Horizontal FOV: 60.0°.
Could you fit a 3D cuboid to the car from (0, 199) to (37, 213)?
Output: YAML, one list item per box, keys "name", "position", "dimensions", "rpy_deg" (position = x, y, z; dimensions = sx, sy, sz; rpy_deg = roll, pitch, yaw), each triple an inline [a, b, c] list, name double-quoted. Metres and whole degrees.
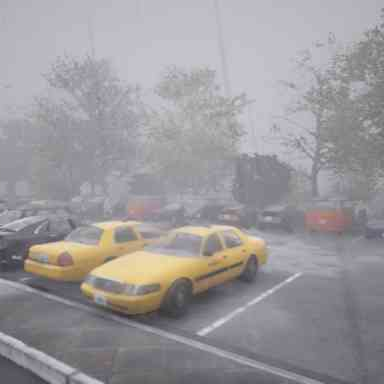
- name: "car"
  position: [-21.261, 1.643, 39.593]
  dimensions: [2.002, 1.452, 4.674]
  rpy_deg: [0, 0, 36]

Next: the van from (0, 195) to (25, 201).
- name: "van"
  position: [-10.953, 1.292, 16.149]
  dimensions: [1.878, 1.987, 4.442]
  rpy_deg: [0, 0, 36]

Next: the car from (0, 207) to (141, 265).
- name: "car"
  position: [-4.274, 1.493, 11.170]
  dimensions: [2.231, 1.521, 4.892]
  rpy_deg: [0, 0, 36]

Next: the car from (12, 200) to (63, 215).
- name: "car"
  position: [-16.869, 1.621, 36.425]
  dimensions: [2.002, 1.452, 4.674]
  rpy_deg: [0, 0, 36]

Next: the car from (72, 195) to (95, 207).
- name: "car"
  position: [-7.806, 1.283, 29.835]
  dimensions: [2.435, 2.045, 5.566]
  rpy_deg: [0, 0, 36]

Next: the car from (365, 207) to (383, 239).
- name: "car"
  position: [10.147, 1.534, 16.858]
  dimensions: [2.163, 1.488, 4.792]
  rpy_deg: [0, 0, 36]

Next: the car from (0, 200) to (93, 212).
- name: "car"
  position: [-6.505, 1.372, 12.829]
  dimensions: [2.185, 1.767, 4.553]
  rpy_deg: [0, 0, 36]

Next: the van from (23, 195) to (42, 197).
- name: "van"
  position: [-19.049, 1.366, 38.141]
  dimensions: [1.878, 1.987, 4.442]
  rpy_deg: [0, 0, 36]

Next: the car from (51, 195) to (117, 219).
- name: "car"
  position: [-10.051, 1.295, 31.458]
  dimensions: [2.435, 2.045, 5.566]
  rpy_deg: [0, 0, 36]

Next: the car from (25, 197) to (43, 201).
- name: "car"
  position: [-14.528, 1.569, 34.722]
  dimensions: [2.097, 1.535, 5.008]
  rpy_deg: [0, 0, 36]

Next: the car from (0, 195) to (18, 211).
- name: "car"
  position: [-25.869, 1.375, 42.891]
  dimensions: [2.435, 2.045, 5.566]
  rpy_deg: [0, 0, 36]

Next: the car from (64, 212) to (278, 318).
- name: "car"
  position: [0.014, 1.497, 7.849]
  dimensions: [1.946, 1.575, 5.366]
  rpy_deg: [0, 0, 36]

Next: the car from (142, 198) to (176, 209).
- name: "car"
  position: [-1.052, 1.500, 24.994]
  dimensions: [2.097, 1.535, 5.008]
  rpy_deg: [0, 0, 36]

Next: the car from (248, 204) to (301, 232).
- name: "car"
  position: [5.589, 1.516, 20.223]
  dimensions: [2.163, 1.488, 4.792]
  rpy_deg: [0, 0, 36]

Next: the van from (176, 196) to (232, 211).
- name: "van"
  position: [1.139, 1.266, 23.270]
  dimensions: [1.878, 1.987, 4.442]
  rpy_deg: [0, 0, 36]

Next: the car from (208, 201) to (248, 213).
- name: "car"
  position: [3.450, 1.516, 21.769]
  dimensions: [2.163, 1.488, 4.792]
  rpy_deg: [0, 0, 36]

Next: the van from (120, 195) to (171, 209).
- name: "van"
  position: [-3.232, 1.286, 26.707]
  dimensions: [1.878, 1.987, 4.442]
  rpy_deg: [0, 0, 36]

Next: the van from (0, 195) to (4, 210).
- name: "van"
  position: [-28.029, 1.412, 44.632]
  dimensions: [1.878, 1.987, 4.442]
  rpy_deg: [0, 0, 36]

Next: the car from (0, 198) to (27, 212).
- name: "car"
  position: [-23.509, 1.614, 41.214]
  dimensions: [2.097, 1.535, 5.008]
  rpy_deg: [0, 0, 36]

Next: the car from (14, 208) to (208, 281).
- name: "car"
  position: [-1.919, 1.490, 9.704]
  dimensions: [1.946, 1.575, 5.366]
  rpy_deg: [0, 0, 36]

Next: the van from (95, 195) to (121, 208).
- name: "van"
  position: [-5.614, 1.297, 28.141]
  dimensions: [1.878, 1.987, 4.442]
  rpy_deg: [0, 0, 36]

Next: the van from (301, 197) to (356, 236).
- name: "van"
  position: [7.887, 1.268, 18.670]
  dimensions: [1.878, 1.987, 4.442]
  rpy_deg: [0, 0, 36]
